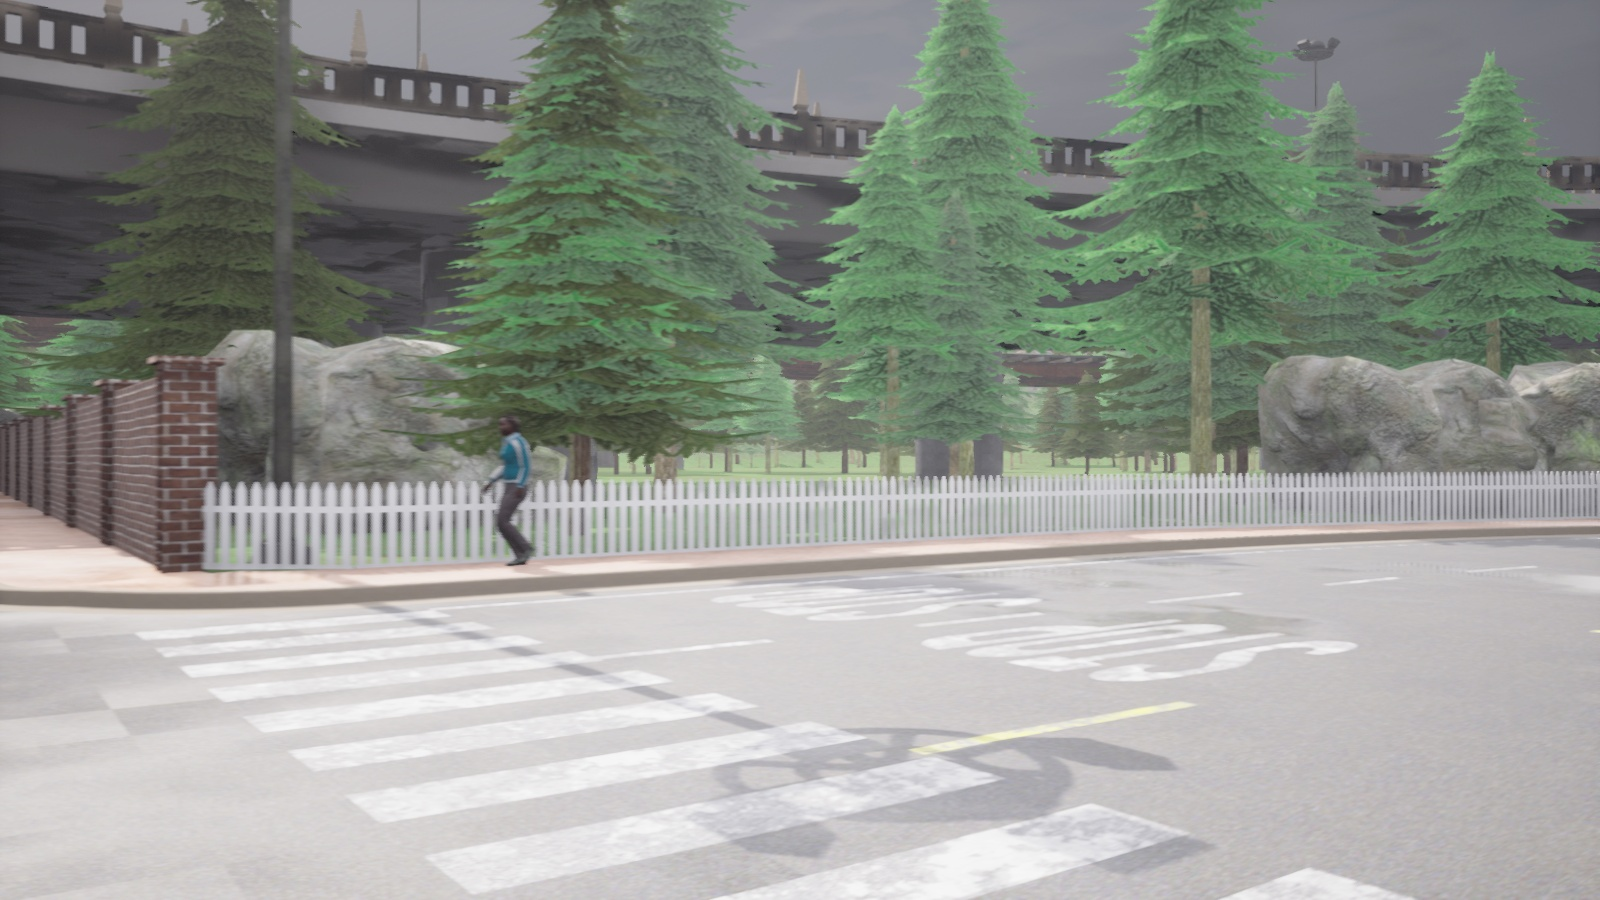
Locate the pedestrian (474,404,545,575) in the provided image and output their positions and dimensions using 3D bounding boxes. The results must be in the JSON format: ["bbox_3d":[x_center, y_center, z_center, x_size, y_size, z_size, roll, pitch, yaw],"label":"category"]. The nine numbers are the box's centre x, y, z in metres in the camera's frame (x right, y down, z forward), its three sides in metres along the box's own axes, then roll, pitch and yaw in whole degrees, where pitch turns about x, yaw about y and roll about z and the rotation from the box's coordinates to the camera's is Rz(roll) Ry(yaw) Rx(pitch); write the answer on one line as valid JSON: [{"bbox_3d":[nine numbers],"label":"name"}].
[{"bbox_3d":[-3.374,0.446,14.591,0.692,1.930,0.396,0,0,-36],"label":"pedestrian"}]
